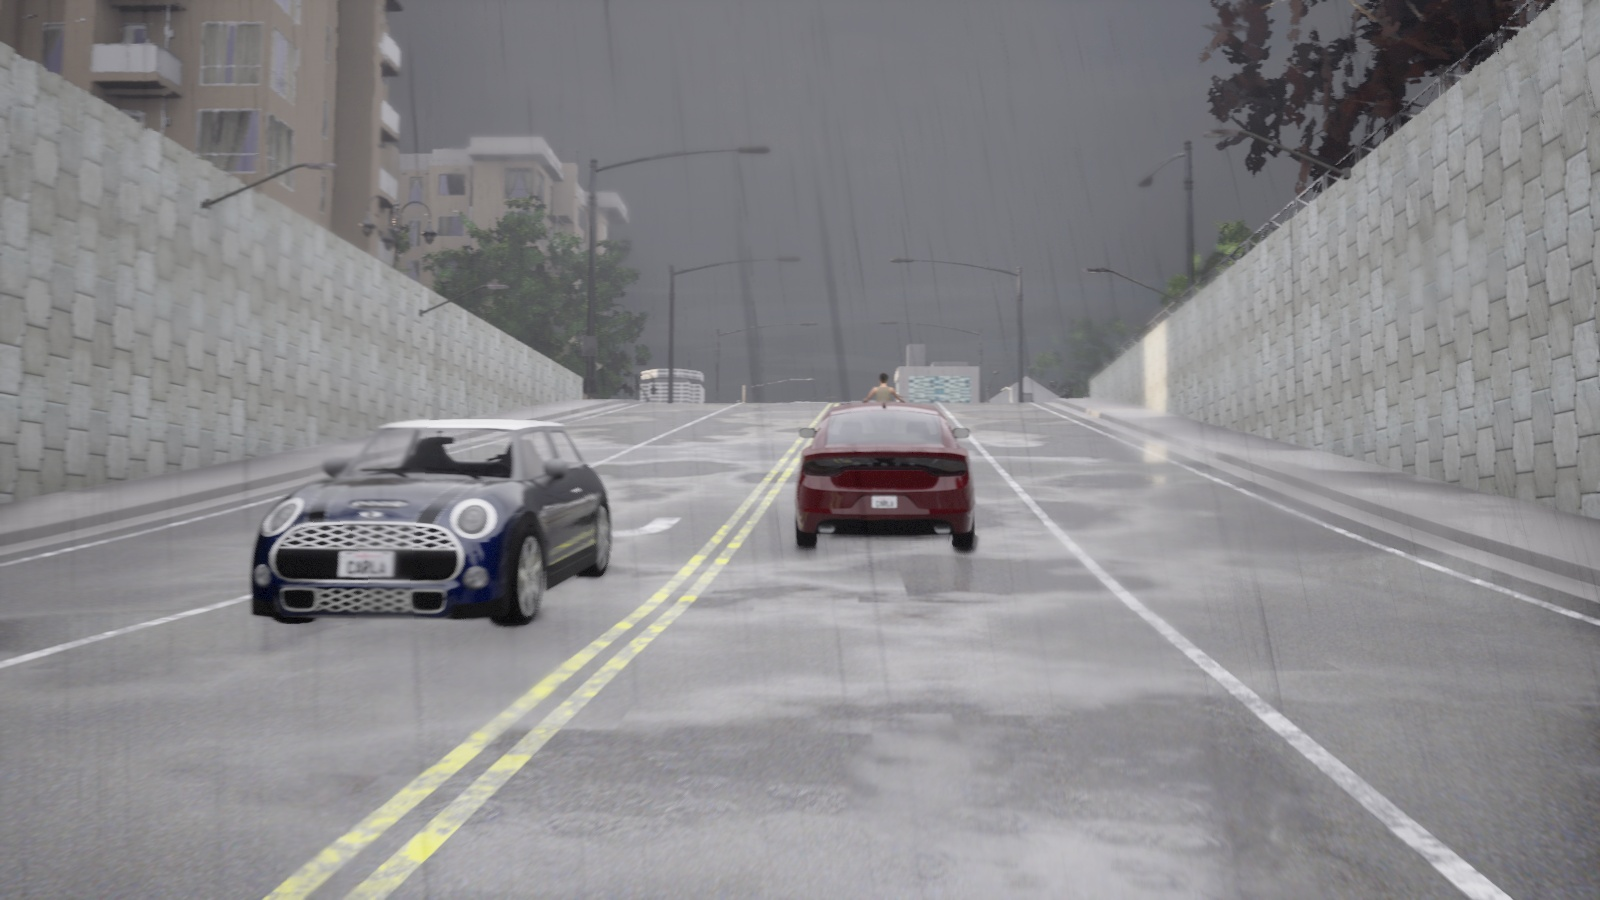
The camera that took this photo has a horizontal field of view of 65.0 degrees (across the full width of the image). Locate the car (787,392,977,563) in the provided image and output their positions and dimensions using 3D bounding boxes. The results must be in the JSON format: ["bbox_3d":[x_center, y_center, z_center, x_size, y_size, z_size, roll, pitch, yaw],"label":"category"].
[{"bbox_3d":[0.969,0.162,14.993,1.882,1.535,5.008,0,5,4],"label":"car"}]

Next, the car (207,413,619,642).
[{"bbox_3d":[-2.839,0.454,10.209,1.970,1.475,3.806,0,2,4],"label":"car"}]
